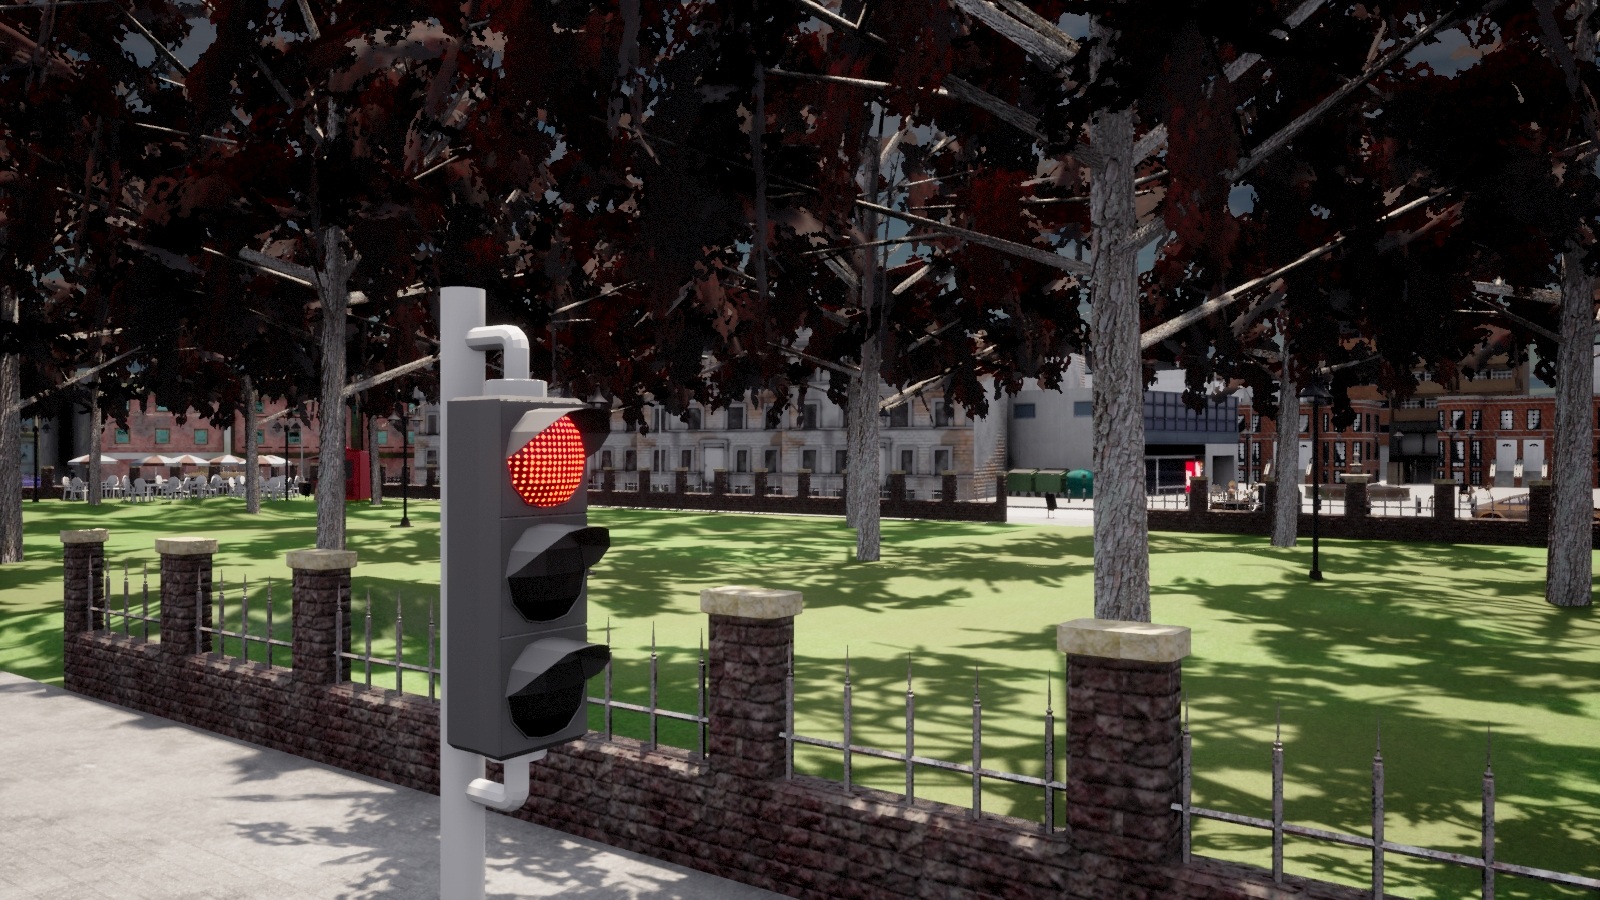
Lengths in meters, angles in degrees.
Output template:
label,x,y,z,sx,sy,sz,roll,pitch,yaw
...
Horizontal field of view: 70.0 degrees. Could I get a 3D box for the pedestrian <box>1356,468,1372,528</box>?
label,x,y,z,sx,sy,sz,roll,pitch,yaw
pedestrian,17.973,1.523,36.403,0.375,1.860,0.375,0,0,36

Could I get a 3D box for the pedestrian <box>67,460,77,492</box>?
label,x,y,z,sx,sy,sz,roll,pitch,yaw
pedestrian,-42.216,1.525,66.275,0.375,1.860,0.375,0,0,33

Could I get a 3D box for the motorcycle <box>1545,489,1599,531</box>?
label,x,y,z,sx,sy,sz,roll,pitch,yaw
motorcycle,25.489,1.950,36.881,2.356,1.277,0.764,0,0,36

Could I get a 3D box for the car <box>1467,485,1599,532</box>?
label,x,y,z,sx,sy,sz,roll,pitch,yaw
car,24.491,1.899,37.604,4.181,1.385,1.994,0,0,37
